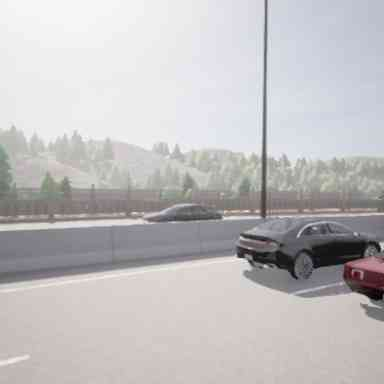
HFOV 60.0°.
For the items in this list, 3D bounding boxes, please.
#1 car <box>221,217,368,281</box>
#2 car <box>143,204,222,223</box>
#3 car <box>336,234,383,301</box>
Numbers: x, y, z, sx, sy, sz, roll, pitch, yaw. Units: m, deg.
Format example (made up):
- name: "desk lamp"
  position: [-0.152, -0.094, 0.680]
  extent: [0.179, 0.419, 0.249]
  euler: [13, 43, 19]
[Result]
- name: "car"
  position: [3.573, 1.500, 9.869]
  extent: [4.902, 1.511, 2.128]
  euler: [0, 0, -30]
- name: "car"
  position: [-0.526, 1.474, 19.820]
  extent: [4.892, 1.490, 1.837]
  euler: [0, 0, -29]
- name: "car"
  position: [5.440, 1.627, 6.960]
  extent: [4.718, 1.301, 1.895]
  euler: [0, 0, -30]
